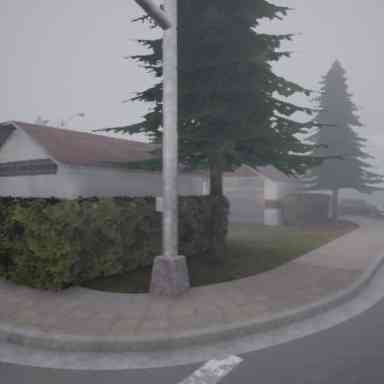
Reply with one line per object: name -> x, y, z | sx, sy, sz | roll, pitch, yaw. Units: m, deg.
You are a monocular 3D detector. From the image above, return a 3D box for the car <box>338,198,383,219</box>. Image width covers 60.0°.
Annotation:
car -> 14.682, 1.328, 28.589 | 2.097, 1.767, 4.553 | 0, 0, -34
